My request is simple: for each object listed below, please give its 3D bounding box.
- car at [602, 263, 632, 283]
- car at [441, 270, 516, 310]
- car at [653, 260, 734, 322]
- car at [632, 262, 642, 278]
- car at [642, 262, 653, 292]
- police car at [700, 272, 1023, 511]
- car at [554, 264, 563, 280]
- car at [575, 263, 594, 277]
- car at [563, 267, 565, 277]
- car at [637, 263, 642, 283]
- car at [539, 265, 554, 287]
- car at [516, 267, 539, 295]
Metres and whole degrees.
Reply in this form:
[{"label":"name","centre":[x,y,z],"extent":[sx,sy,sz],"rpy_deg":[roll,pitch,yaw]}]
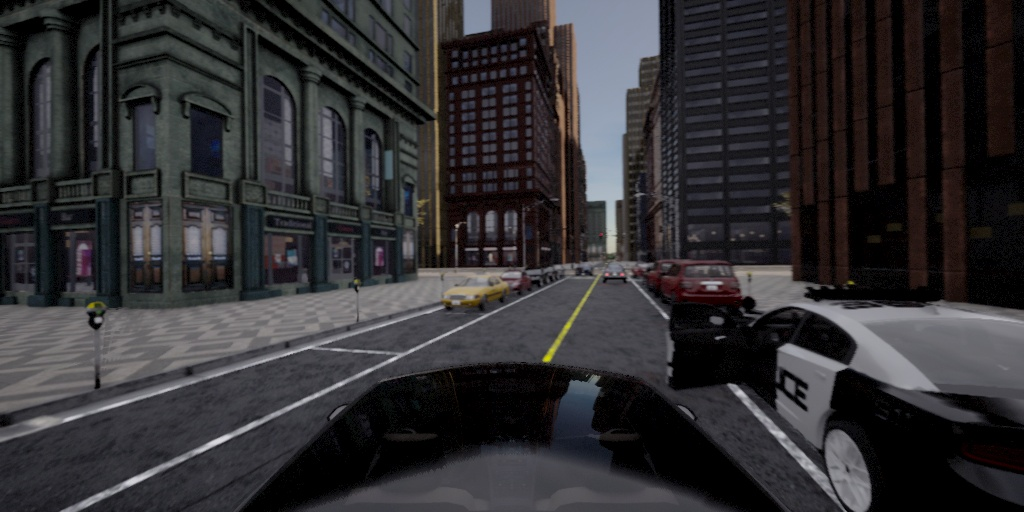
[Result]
[{"label":"car","centre":[8.407,1.429,29.382],"extent":[2.033,1.411,5.357],"rpy_deg":[-1,-1,16]},{"label":"car","centre":[-1.417,1.411,15.506],"extent":[1.751,1.417,4.829],"rpy_deg":[0,0,15]},{"label":"car","centre":[6.850,1.075,13.423],"extent":[2.192,1.841,5.009],"rpy_deg":[0,0,15]},{"label":"car","centre":[12.803,1.317,35.167],"extent":[1.967,1.591,4.097],"rpy_deg":[0,0,15]},{"label":"car","centre":[8.338,1.104,18.859],"extent":[2.192,1.841,5.009],"rpy_deg":[0,0,15]},{"label":"police car","centre":[3.842,1.144,3.977],"extent":[1.930,1.638,5.238],"rpy_deg":[-1,-1,15]},{"label":"car","centre":[3.092,1.538,31.979],"extent":[1.948,1.339,4.313],"rpy_deg":[0,0,15]},{"label":"car","centre":[8.228,1.531,40.416],"extent":[2.033,1.411,5.357],"rpy_deg":[-1,-1,16]},{"label":"car","centre":[4.581,1.553,37.416],"extent":[2.007,1.370,4.403],"rpy_deg":[0,0,15]},{"label":"car","centre":[9.827,1.384,24.295],"extent":[1.948,1.339,4.313],"rpy_deg":[0,0,15]},{"label":"car","centre":[1.604,1.509,26.543],"extent":[1.948,1.339,4.313],"rpy_deg":[0,0,15]},{"label":"car","centre":[0.116,1.496,21.107],"extent":[1.802,1.307,4.207],"rpy_deg":[0,0,15]}]
